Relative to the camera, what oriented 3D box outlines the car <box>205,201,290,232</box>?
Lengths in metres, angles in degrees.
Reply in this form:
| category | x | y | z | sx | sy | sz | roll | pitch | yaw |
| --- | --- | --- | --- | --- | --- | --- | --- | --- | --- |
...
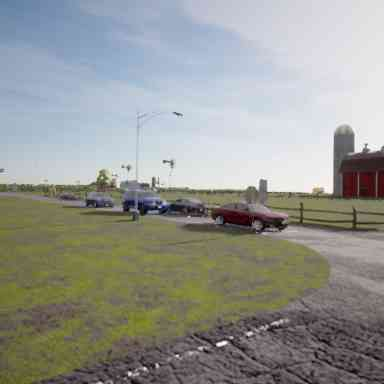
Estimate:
| category | x | y | z | sx | sy | sz | roll | pitch | yaw |
| --- | --- | --- | --- | --- | --- | --- | --- | --- | --- |
| car | 3.228 | 1.283 | 19.032 | 1.882 | 1.535 | 5.008 | 1 | 0 | -36 |

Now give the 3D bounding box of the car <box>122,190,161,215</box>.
| category | x | y | z | sx | sy | sz | roll | pitch | yaw |
| --- | --- | --- | --- | --- | --- | --- | --- | --- | --- |
| car | -4.232 | 0.846 | 29.296 | 2.150 | 2.045 | 5.566 | 1 | 0 | -36 |

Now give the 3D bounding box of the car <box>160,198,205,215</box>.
| category | x | y | z | sx | sy | sz | roll | pitch | yaw |
| --- | --- | --- | --- | --- | --- | --- | --- | --- | --- |
| car | -0.575 | 1.228 | 29.278 | 1.812 | 1.442 | 4.674 | 1 | 0 | -36 |

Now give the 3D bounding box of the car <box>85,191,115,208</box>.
| category | x | y | z | sx | sy | sz | roll | pitch | yaw |
| --- | --- | --- | --- | --- | --- | --- | --- | --- | --- |
| car | -10.537 | 0.824 | 37.972 | 2.097 | 1.767 | 4.553 | 1 | 0 | -36 |

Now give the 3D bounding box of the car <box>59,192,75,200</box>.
| category | x | y | z | sx | sy | sz | roll | pitch | yaw |
| --- | --- | --- | --- | --- | --- | --- | --- | --- | --- |
| car | -22.113 | 0.681 | 58.873 | 2.128 | 1.511 | 4.902 | 1 | 0 | -36 |
